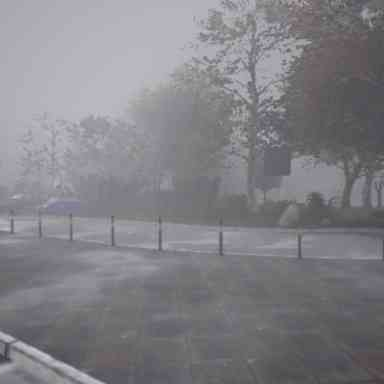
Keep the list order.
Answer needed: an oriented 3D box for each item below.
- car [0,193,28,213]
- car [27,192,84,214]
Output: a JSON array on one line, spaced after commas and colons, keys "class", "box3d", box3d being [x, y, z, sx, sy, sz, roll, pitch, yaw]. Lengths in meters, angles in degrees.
[{"class": "car", "box3d": [-17.364, 1.077, 34.914, 2.435, 2.045, 5.566, 0, 0, 34]}, {"class": "car", "box3d": [-12.619, 1.207, 31.614, 2.185, 1.767, 4.553, 1, 1, 34]}]
